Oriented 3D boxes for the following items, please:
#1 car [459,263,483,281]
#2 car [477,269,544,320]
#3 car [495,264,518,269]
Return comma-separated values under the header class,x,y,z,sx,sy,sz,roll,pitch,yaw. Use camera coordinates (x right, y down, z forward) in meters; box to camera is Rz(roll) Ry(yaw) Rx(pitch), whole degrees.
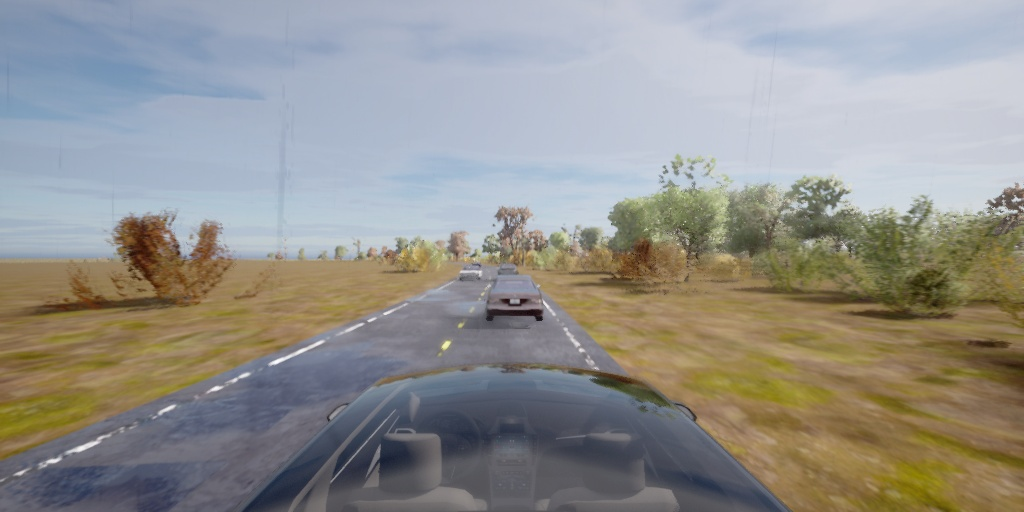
class,x,y,z,sx,sy,sz,roll,pitch,yaw
car,-3.624,1.534,31.972,1.895,1.301,4.718,0,0,-3
car,0.070,1.363,12.814,2.033,1.411,5.357,0,0,0
car,-0.466,1.428,32.634,2.128,1.511,4.902,0,0,-3
